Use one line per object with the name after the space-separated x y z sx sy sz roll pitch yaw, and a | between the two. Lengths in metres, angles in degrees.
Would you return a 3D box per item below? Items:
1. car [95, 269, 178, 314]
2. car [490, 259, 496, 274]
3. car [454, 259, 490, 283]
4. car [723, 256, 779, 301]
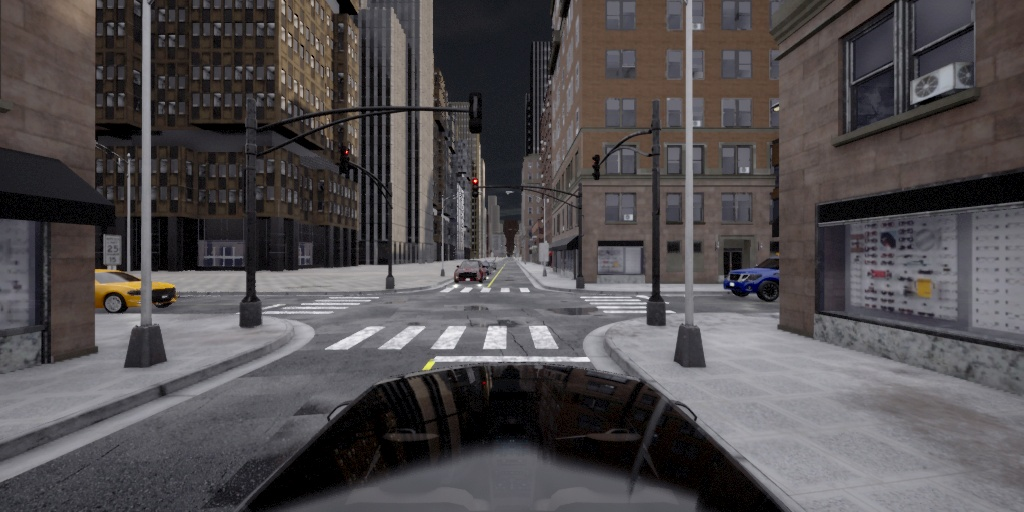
-15.367 1.232 13.272 5.008 1.535 1.882 0 0 0 | car
-3.171 1.299 38.098 2.033 1.411 5.357 0 0 0 | car
-3.156 1.103 27.840 2.097 1.767 4.553 0 0 0 | car
13.016 0.972 16.726 5.566 2.045 2.150 0 0 -1 | car
